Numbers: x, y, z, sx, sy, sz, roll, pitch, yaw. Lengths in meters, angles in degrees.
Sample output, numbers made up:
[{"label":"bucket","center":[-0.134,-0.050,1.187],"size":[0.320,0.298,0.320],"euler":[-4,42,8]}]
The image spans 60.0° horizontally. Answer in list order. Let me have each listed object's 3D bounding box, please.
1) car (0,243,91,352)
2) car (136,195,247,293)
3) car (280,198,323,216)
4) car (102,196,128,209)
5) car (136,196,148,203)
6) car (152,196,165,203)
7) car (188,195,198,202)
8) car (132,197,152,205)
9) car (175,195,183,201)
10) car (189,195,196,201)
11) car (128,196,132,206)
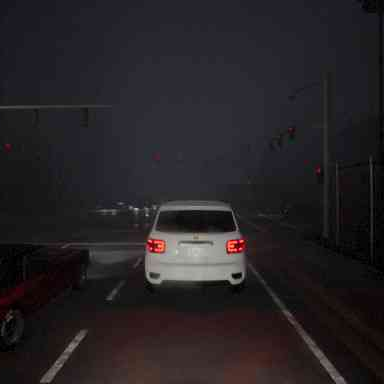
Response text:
[{"label":"car","center":[-3.430,1.601,6.109],"size":[1.895,1.301,4.718],"euler":[0,0,1]},{"label":"car","center":[0.092,1.221,9.032],"size":[2.150,2.045,5.566],"euler":[0,0,0]},{"label":"car","center":[11.020,1.407,32.611],"size":[4.553,1.767,2.097],"euler":[0,0,0]},{"label":"car","center":[-10.505,1.547,44.728],"size":[2.033,1.411,5.357],"euler":[0,0,0]},{"label":"car","center":[-10.352,1.595,69.101],"size":[1.895,1.301,4.718],"euler":[0,0,0]},{"label":"car","center":[-6.860,1.547,68.120],"size":[2.033,1.411,5.357],"euler":[0,0,1]},{"label":"car","center":[0.168,1.523,75.685],"size":[2.128,1.511,4.902],"euler":[0,0,0]},{"label":"car","center":[-6.994,1.505,48.540],"size":[1.837,1.490,4.892],"euler":[0,0,0]},{"label":"car","center":[-3.316,1.540,85.973],"size":[2.033,1.411,5.357],"euler":[0,0,0]},{"label":"car","center":[0.185,1.524,86.088],"size":[1.812,1.442,4.674],"euler":[0,0,0]},{"label":"car","center":[-10.471,1.477,54.854],"size":[1.882,1.535,5.008],"euler":[0,0,0]}]
